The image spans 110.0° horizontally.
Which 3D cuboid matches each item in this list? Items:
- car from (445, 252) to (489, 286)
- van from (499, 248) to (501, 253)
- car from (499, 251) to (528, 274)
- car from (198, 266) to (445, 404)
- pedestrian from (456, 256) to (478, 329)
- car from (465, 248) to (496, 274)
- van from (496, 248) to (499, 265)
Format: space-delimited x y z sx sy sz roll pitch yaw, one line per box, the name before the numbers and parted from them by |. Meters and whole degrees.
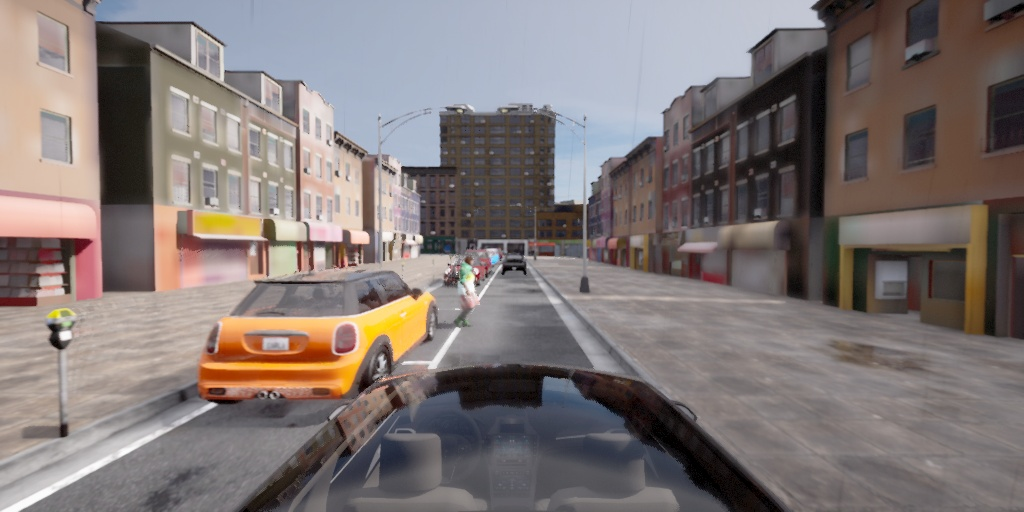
car | -2.548 0.726 19.874 1.967 1.591 4.097 0 0 0
van | -2.439 0.060 41.644 1.690 1.789 3.998 0 0 0
car | 0.191 0.575 28.260 1.837 1.490 4.892 0 2 1
car | -2.729 0.984 6.286 2.097 1.767 4.553 0 1 0
pedestrian | -1.143 0.855 9.085 0.375 1.860 0.375 0 1 0
car | -2.521 0.460 25.317 2.192 1.841 5.009 0 0 0
van | -2.466 0.203 36.201 1.690 1.789 3.998 0 0 0
